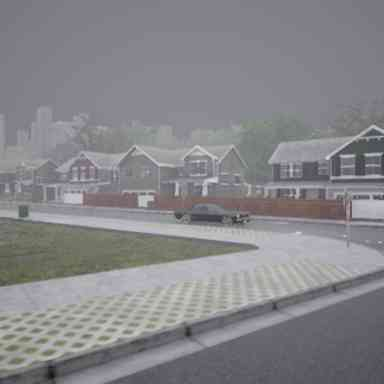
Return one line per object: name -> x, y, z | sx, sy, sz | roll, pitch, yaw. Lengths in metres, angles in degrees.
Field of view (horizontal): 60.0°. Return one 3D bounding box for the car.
car -> 1.254, 1.414, 20.638 | 4.718, 1.301, 1.895 | 1, 1, 34
